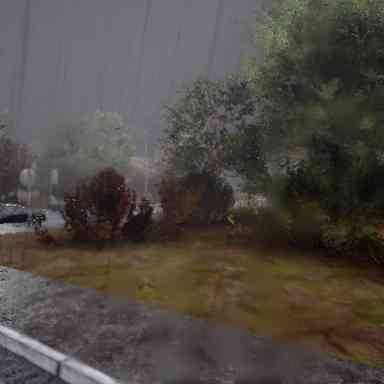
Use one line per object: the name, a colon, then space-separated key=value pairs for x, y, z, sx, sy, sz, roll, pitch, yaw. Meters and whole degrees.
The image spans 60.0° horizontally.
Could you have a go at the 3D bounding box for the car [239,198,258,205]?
car: x=9.238 y=1.490 z=54.688 sx=1.812 sy=1.442 sz=4.674 roll=0 pitch=0 yaw=32

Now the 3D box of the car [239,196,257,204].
car: x=10.842 y=1.484 z=63.784 sx=1.812 sy=1.442 sz=4.674 roll=0 pitch=0 yaw=32

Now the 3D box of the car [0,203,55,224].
car: x=-11.814 y=1.461 z=21.419 sx=2.128 sy=1.511 sz=4.902 roll=0 pitch=0 yaw=32

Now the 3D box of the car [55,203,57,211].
car: x=-13.868 y=1.500 z=38.132 sx=2.033 sy=1.411 sz=5.357 roll=0 pitch=0 yaw=32
